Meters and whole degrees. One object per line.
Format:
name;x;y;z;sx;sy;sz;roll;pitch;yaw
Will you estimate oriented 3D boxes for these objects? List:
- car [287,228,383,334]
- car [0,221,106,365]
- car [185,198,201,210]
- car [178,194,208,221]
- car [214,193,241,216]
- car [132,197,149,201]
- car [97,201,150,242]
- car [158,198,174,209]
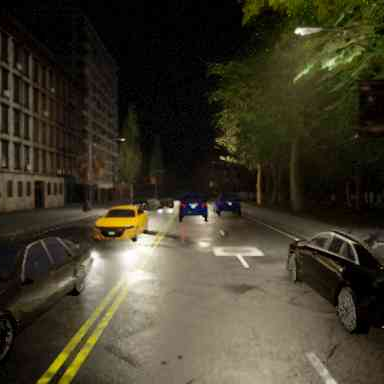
car;3.351;1.469;6.660;2.128;1.511;4.902;0;0;0
car;-3.322;1.528;5.912;2.033;1.411;5.357;0;0;0
car;0.111;1.521;43.375;1.895;1.301;4.718;0;0;0
car;0.105;1.153;26.287;2.150;2.045;5.566;0;0;0
car;3.358;1.148;32.039;2.150;2.045;5.566;0;0;0
car;-6.501;1.428;42.282;1.837;1.490;4.892;0;0;0
car;-3.306;1.430;16.246;1.882;1.535;5.008;0;0;0
car;-3.244;1.467;42.978;2.033;1.411;5.357;0;0;0
